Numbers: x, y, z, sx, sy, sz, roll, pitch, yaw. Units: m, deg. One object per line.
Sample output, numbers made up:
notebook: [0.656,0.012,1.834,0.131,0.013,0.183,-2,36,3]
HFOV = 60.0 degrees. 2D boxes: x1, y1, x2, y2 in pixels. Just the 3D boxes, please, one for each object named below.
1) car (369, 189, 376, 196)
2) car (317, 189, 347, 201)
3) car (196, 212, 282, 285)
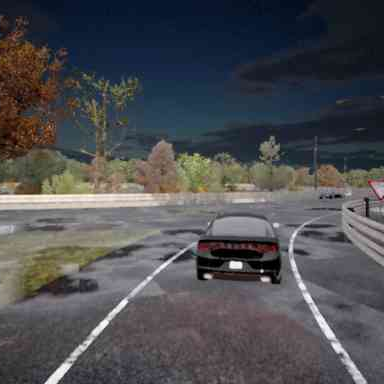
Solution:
car: [38.699,-0.032,70.578,1.882,1.535,5.008,1,1,28]
car: [19.571,0.479,46.609,4.718,1.301,1.895,-1,2,-41]
car: [1.353,1.276,9.074,1.882,1.535,5.008,0,1,11]
